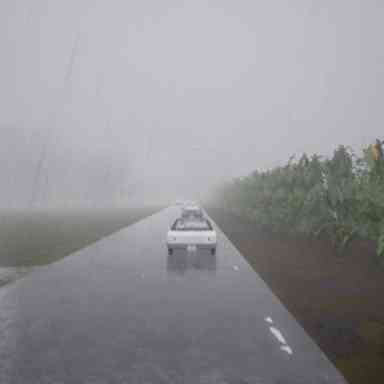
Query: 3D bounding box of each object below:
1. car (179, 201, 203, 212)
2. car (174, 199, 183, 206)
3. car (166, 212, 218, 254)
[{"bbox_3d":[0.000,1.819,29.402,1.812,1.442,4.674,0,0,0],"label":"car"},{"bbox_3d":[-2.764,2.223,71.813,1.882,1.535,5.008,0,-1,0],"label":"car"},{"bbox_3d":[-0.001,1.740,14.122,1.895,1.301,4.718,0,-1,0],"label":"car"}]
